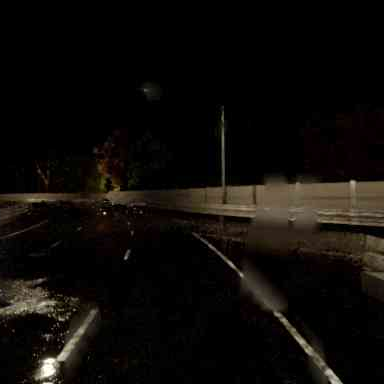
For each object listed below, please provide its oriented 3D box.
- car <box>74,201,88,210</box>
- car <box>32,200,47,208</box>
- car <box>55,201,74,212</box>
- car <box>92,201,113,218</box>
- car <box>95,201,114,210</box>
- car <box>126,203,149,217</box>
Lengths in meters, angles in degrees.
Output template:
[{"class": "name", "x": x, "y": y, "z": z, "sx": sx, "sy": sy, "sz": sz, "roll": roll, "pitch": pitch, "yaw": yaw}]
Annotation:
[{"class": "car", "x": -18.657, "y": 2.227, "z": 55.605, "sx": 1.812, "sy": 1.442, "sz": 4.674, "roll": 0, "pitch": -1, "yaw": -31}, {"class": "car", "x": -30.737, "y": 2.444, "z": 66.973, "sx": 2.128, "sy": 1.511, "sz": 4.902, "roll": 0, "pitch": -1, "yaw": -39}, {"class": "car", "x": -18.861, "y": 2.141, "z": 48.657, "sx": 1.837, "sy": 1.490, "sz": 4.892, "roll": 0, "pitch": -1, "yaw": -27}, {"class": "car", "x": -9.639, "y": 1.937, "z": 35.911, "sx": 1.837, "sy": 1.490, "sz": 4.892, "roll": 0, "pitch": -1, "yaw": -20}, {"class": "car", "x": -14.727, "y": 2.232, "z": 55.748, "sx": 1.994, "sy": 1.385, "sz": 4.181, "roll": 0, "pitch": -1, "yaw": -29}, {"class": "car", "x": -5.917, "y": 1.890, "z": 35.847, "sx": 2.128, "sy": 1.511, "sz": 4.902, "roll": 0, "pitch": -1, "yaw": -19}]
